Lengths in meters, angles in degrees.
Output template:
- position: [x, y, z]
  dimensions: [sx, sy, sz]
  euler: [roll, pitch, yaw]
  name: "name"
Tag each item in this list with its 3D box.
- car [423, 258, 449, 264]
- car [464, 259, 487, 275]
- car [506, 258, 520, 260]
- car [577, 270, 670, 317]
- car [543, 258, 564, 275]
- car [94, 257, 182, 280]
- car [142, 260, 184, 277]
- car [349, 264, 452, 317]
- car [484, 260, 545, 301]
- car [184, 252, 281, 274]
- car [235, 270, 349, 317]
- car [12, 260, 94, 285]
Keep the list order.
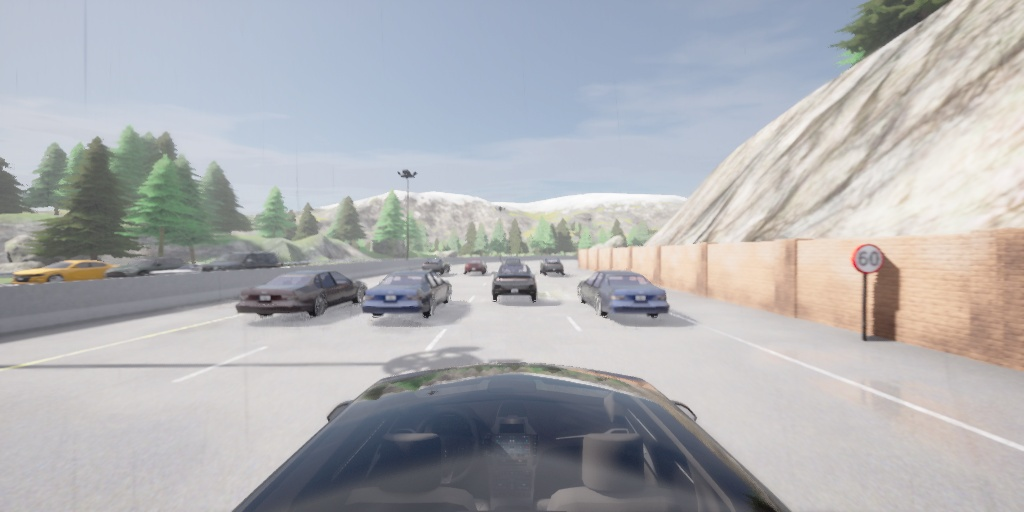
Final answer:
- position: [-6.898, 0.943, 32.901]
  dimensions: [2.128, 1.511, 4.902]
  euler: [0, 1, 0]
  name: "car"
- position: [-3.397, 0.966, 33.998]
  dimensions: [1.812, 1.442, 4.674]
  euler: [0, 1, 0]
  name: "car"
- position: [0.102, 0.955, 32.978]
  dimensions: [1.837, 1.490, 4.892]
  euler: [0, 1, 0]
  name: "car"
- position: [3.600, 1.193, 12.546]
  dimensions: [2.033, 1.411, 5.357]
  euler: [0, 1, 0]
  name: "car"
- position: [3.602, 0.942, 32.891]
  dimensions: [2.128, 1.511, 4.902]
  euler: [0, 1, 0]
  name: "car"
- position: [-24.590, 0.885, 24.421]
  dimensions: [2.097, 1.767, 4.553]
  euler: [0, 1, 0]
  name: "car"
- position: [-21.096, 1.139, 23.894]
  dimensions: [1.895, 1.301, 4.718]
  euler: [0, 1, 0]
  name: "car"
- position: [-3.399, 1.194, 12.556]
  dimensions: [2.033, 1.411, 5.357]
  euler: [0, 1, 0]
  name: "car"
- position: [0.101, 1.103, 16.163]
  dimensions: [2.128, 1.511, 4.902]
  euler: [0, 1, 0]
  name: "car"
- position: [-17.595, 0.766, 23.370]
  dimensions: [2.150, 2.045, 5.566]
  euler: [0, 0, 0]
  name: "car"
- position: [-6.898, 1.194, 12.540]
  dimensions: [2.033, 1.411, 5.357]
  euler: [0, 1, 0]
  name: "car"
- position: [-28.095, 1.025, 22.982]
  dimensions: [1.882, 1.535, 5.008]
  euler: [0, 1, 0]
  name: "car"
